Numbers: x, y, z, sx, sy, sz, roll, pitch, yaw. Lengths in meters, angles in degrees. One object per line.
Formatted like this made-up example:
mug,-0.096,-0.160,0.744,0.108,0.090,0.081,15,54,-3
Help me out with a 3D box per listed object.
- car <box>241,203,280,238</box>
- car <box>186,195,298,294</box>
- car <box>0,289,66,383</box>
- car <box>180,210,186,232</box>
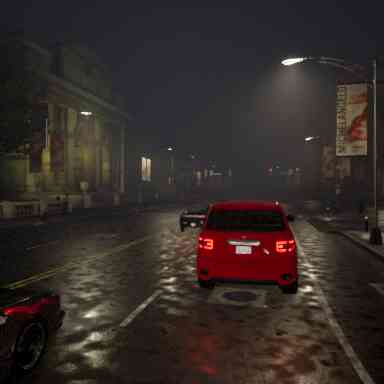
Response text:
car,3.962,1.478,18.744,1.882,1.535,5.008,0,0,14
car,1.602,1.221,9.084,2.150,2.045,5.566,0,0,13
car,-3.026,1.548,2.555,2.033,1.411,5.357,0,0,5
car,0.642,1.491,19.853,2.128,1.511,4.902,0,0,14
